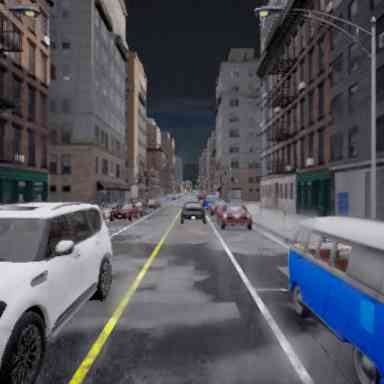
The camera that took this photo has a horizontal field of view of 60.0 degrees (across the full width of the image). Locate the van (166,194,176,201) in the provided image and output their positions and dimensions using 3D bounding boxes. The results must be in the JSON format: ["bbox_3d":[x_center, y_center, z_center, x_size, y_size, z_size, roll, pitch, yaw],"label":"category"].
[{"bbox_3d":[-5.414,1.390,80.934,1.690,1.788,3.998,0,0,0],"label":"van"}]

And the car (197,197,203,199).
[{"bbox_3d":[0.097,1.631,42.156,1.895,1.301,4.718,0,0,0],"label":"car"}]

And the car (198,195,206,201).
[{"bbox_3d":[2.693,1.605,91.748,2.008,1.369,4.403,0,0,0],"label":"car"}]

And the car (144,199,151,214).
[{"bbox_3d":[-5.391,1.606,32.437,1.802,1.307,4.206,0,0,0],"label":"car"}]

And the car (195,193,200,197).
[{"bbox_3d":[2.699,1.367,86.342,2.192,1.841,5.009,0,0,0],"label":"car"}]

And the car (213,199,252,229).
[{"bbox_3d":[2.635,1.456,21.416,1.967,1.590,4.097,0,0,0],"label":"car"}]

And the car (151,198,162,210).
[{"bbox_3d":[-5.391,1.576,43.460,1.887,1.381,4.507,0,0,0],"label":"car"}]

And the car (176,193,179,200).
[{"bbox_3d":[-5.411,1.620,91.747,1.947,1.339,4.313,0,0,0],"label":"car"}]

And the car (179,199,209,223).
[{"bbox_3d":[0.096,1.525,25.584,1.837,1.490,4.892,0,0,0],"label":"car"}]

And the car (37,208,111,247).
[{"bbox_3d":[-5.390,1.562,15.904,2.008,1.369,4.403,0,0,0],"label":"car"}]

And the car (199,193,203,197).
[{"bbox_3d":[2.633,1.349,48.971,2.192,1.841,5.009,0,0,0],"label":"car"}]

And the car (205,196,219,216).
[{"bbox_3d":[2.634,1.464,32.438,1.967,1.590,4.097,0,0,0],"label":"car"}]

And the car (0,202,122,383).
[{"bbox_3d":[-2.849,1.225,5.392,2.150,2.045,5.566,0,0,0],"label":"car"}]

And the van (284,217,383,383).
[{"bbox_3d":[2.636,1.344,4.883,1.690,1.788,3.998,0,0,0],"label":"van"}]

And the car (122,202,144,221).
[{"bbox_3d":[-5.390,1.564,26.926,1.887,1.381,4.507,0,0,0],"label":"car"}]

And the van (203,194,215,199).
[{"bbox_3d":[2.634,1.372,43.460,1.690,1.788,3.998,0,0,0],"label":"van"}]

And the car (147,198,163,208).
[{"bbox_3d":[-5.392,1.600,48.970,1.947,1.339,4.313,0,0,0],"label":"car"}]
